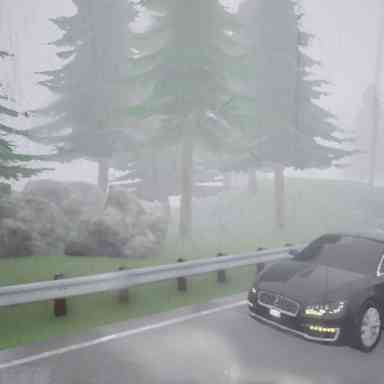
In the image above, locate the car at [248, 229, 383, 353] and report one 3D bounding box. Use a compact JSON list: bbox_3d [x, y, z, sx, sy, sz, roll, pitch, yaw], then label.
[{"bbox_3d":[3.174,1.509,6.248,4.892,1.490,1.837,0,0,-36],"label":"car"}]
